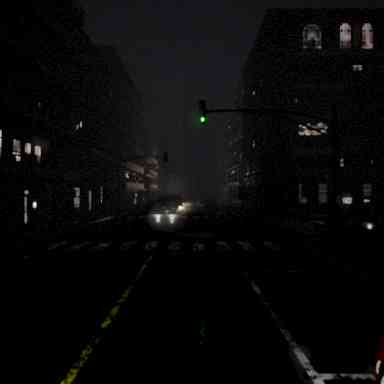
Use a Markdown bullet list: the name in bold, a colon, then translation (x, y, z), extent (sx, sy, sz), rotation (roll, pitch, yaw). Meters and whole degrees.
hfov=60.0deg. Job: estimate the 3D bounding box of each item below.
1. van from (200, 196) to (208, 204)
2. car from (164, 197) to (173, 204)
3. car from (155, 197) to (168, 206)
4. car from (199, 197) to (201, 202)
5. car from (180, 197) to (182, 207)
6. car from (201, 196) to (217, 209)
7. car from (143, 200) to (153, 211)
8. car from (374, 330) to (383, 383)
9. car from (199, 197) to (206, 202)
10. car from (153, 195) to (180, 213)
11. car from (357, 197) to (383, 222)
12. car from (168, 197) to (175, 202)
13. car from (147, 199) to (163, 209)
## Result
- **van**: translation (2.866, 1.789, 78.230), extent (1.690, 1.788, 3.998), rotation (-1, 0, 0)
- **car**: translation (-5.513, 1.972, 78.085), extent (1.752, 1.417, 4.829), rotation (-1, 0, 0)
- **car**: translation (-5.553, 1.786, 61.672), extent (1.967, 1.590, 4.097), rotation (-1, 0, 0)
- **car**: translation (2.842, 1.930, 67.174), extent (2.008, 1.369, 4.403), rotation (-1, 0, 0)
- **car**: translation (-2.977, 1.824, 50.174), extent (2.033, 1.411, 5.357), rotation (0, 0, 0)
- **car**: translation (2.801, 1.720, 50.591), extent (1.967, 1.590, 4.097), rotation (-1, 0, 0)
- **car**: translation (-5.591, 1.797, 45.088), extent (2.008, 1.369, 4.403), rotation (0, 0, 0)
- **car**: translation (2.686, 1.554, 1.592), extent (1.887, 1.381, 4.507), rotation (0, 0, 0)
- **car**: translation (2.907, 2.100, 94.813), extent (1.887, 1.381, 4.507), rotation (-1, 0, 0)
- **car**: translation (-3.006, 1.438, 39.871), extent (2.150, 2.045, 5.566), rotation (0, 0, 0)
- **car**: translation (14.897, 1.336, 24.551), extent (5.008, 1.535, 1.882), rotation (-1, 0, -1)
- **car**: translation (-5.486, 2.101, 89.310), extent (1.802, 1.307, 4.206), rotation (-1, 0, 0)
- **car**: translation (-5.578, 1.845, 50.615), extent (1.947, 1.339, 4.313), rotation (0, 0, 0)
